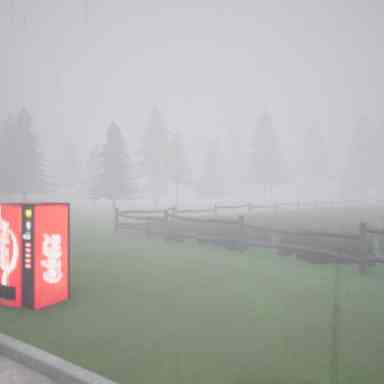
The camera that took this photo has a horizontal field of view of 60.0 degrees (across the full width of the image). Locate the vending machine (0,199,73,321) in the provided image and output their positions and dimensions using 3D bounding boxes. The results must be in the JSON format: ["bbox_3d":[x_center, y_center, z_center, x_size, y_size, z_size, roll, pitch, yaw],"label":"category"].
[{"bbox_3d":[-3.070,1.195,6.483,0.880,2.100,1.100,0,0,32],"label":"vending machine"}]
